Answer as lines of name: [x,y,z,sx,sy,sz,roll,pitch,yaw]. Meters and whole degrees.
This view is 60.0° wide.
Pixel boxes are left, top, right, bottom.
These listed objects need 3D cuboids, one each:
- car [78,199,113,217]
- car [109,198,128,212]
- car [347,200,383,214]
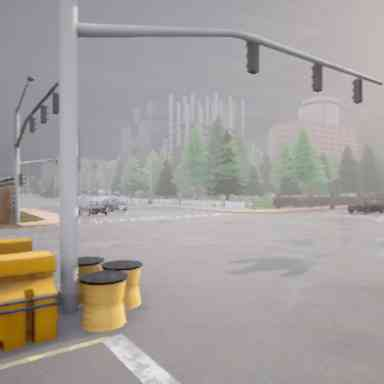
car: [-9.461,1.584,31.653,1.895,1.301,4.718,0,0,-33]
car: [-8.709,1.469,36.894,2.128,1.511,4.902,0,0,-33]
car: [17.924,1.539,33.985,4.718,1.301,1.895,0,0,-34]
